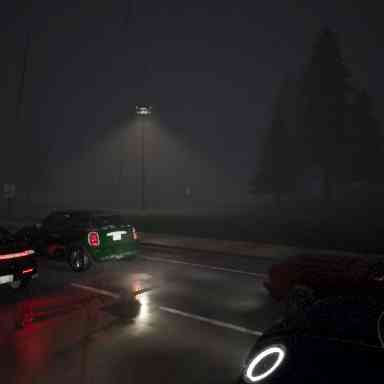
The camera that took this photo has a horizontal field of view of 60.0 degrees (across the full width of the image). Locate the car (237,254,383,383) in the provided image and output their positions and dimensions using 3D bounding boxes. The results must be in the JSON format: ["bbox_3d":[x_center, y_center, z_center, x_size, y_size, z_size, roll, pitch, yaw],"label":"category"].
[{"bbox_3d":[2.551,1.352,2.170,4.553,1.767,2.097,0,0,36],"label":"car"}]

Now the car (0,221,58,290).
[{"bbox_3d":[-5.611,1.491,7.893,4.902,1.511,2.128,0,0,36],"label":"car"}]

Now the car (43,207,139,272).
[{"bbox_3d":[-3.925,1.352,10.992,4.553,1.767,2.097,0,0,36],"label":"car"}]

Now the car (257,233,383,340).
[{"bbox_3d":[3.695,1.601,5.654,4.718,1.301,1.895,0,0,36],"label":"car"}]
